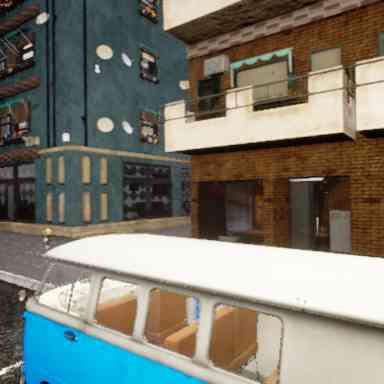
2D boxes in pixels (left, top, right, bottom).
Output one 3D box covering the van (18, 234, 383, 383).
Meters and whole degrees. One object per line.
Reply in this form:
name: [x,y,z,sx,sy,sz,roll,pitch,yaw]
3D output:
van: [0.205,1.341,2.745,3.998,1.788,1.690,0,-1,36]
